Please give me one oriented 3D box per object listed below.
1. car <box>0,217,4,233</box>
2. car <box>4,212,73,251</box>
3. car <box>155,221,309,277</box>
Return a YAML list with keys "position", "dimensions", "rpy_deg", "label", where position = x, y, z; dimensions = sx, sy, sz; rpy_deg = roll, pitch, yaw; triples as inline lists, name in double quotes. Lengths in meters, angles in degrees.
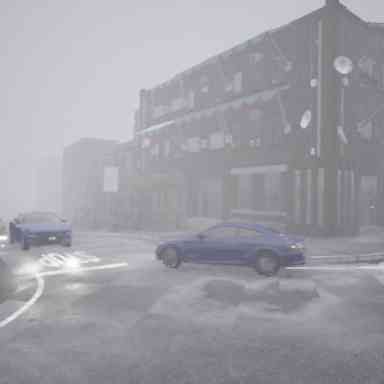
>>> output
- position: [-17.561, 2.964, 29.391]
  dimensions: [2.128, 1.511, 4.902]
  rpy_deg: [1, -4, -36]
  label: "car"
- position: [-6.869, 1.624, 14.891]
  dimensions: [1.882, 1.535, 5.008]
  rpy_deg: [1, -3, -36]
  label: "car"
- position: [1.142, 1.637, 10.331]
  dimensions: [4.674, 1.442, 1.812]
  rpy_deg: [0, -3, 20]
  label: "car"
